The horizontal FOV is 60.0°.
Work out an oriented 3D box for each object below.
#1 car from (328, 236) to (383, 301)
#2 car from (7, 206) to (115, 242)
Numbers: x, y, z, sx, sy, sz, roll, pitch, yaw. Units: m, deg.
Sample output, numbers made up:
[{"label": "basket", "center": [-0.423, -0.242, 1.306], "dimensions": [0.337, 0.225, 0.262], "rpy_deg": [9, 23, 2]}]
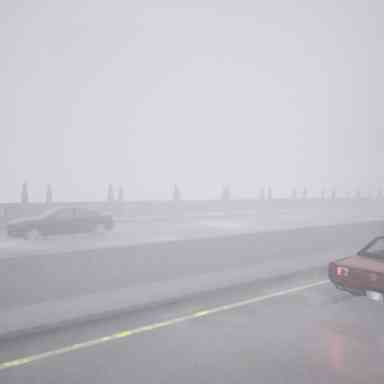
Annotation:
[{"label": "car", "center": [5.164, 1.600, 7.309], "dimensions": [4.718, 1.301, 1.895], "rpy_deg": [0, 0, -35]}, {"label": "car", "center": [-6.378, 1.467, 16.581], "dimensions": [5.008, 1.535, 1.882], "rpy_deg": [0, 0, -35]}]
